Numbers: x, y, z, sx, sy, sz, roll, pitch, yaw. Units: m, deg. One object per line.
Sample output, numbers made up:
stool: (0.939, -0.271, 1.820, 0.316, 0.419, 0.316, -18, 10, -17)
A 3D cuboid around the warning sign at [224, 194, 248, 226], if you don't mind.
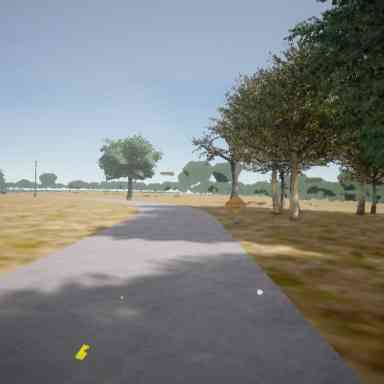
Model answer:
warning sign: (2.634, 1.070, 19.975, 1.300, 1.860, 1.060, -1, -1, 0)
